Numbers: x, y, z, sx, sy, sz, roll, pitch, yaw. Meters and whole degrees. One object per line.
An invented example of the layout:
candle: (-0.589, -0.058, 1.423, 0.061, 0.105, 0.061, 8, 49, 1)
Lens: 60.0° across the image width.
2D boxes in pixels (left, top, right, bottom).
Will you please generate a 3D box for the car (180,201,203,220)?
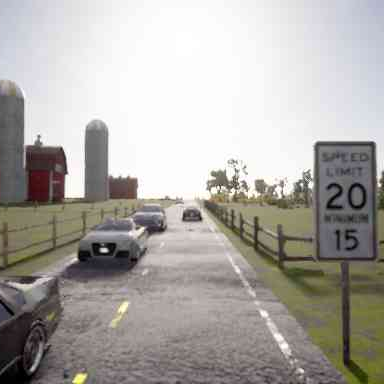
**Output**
car: (-0.004, 1.908, 32.817, 1.812, 1.442, 4.674, 0, -1, 0)

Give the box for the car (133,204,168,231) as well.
car: (-2.841, 1.616, 22.671, 2.097, 1.767, 4.553, 0, -1, 0)

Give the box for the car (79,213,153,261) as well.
car: (-2.841, 1.711, 12.720, 1.994, 1.385, 4.181, 0, -1, 0)

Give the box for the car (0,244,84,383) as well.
car: (-2.846, 1.581, 2.814, 2.033, 1.411, 5.357, 0, -1, 0)

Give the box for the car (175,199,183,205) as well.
car: (-2.760, 2.232, 74.221, 1.994, 1.385, 4.181, 0, -1, 0)
